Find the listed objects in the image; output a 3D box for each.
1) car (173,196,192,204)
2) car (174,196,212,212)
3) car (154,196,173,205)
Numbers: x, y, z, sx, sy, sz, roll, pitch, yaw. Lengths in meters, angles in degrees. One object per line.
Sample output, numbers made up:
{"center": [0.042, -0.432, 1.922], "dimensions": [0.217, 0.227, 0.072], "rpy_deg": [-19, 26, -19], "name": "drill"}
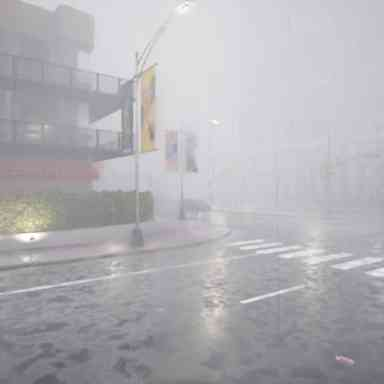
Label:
{"center": [-1.926, 1.524, 62.496], "dimensions": [2.033, 1.411, 5.357], "rpy_deg": [0, 0, -19], "name": "car"}
{"center": [0.276, 1.489, 38.185], "dimensions": [1.837, 1.490, 4.892], "rpy_deg": [0, 0, -35], "name": "car"}
{"center": [-5.524, 1.472, 59.708], "dimensions": [4.902, 1.511, 2.128], "rpy_deg": [0, 0, 42], "name": "car"}
